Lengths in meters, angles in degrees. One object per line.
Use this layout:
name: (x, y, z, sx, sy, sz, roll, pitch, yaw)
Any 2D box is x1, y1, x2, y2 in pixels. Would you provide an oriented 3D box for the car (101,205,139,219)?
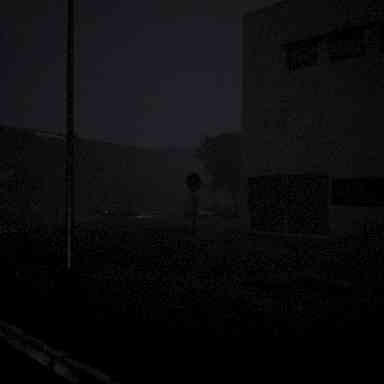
car: (-7.549, 2.052, 35.298, 1.994, 1.385, 4.181, 1, -1, 34)

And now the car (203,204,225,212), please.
car: (3.835, 2.730, 57.547, 1.895, 1.301, 4.718, 1, -1, 36)
